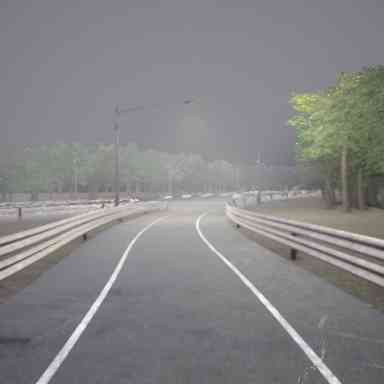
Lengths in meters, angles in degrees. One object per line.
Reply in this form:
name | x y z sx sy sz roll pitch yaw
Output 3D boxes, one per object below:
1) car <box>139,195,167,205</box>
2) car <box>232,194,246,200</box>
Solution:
car | -6.516 1.462 56.203 2.150 2.045 5.566 0 1 36
car | 11.322 1.175 80.683 1.812 1.442 4.674 0 1 36
